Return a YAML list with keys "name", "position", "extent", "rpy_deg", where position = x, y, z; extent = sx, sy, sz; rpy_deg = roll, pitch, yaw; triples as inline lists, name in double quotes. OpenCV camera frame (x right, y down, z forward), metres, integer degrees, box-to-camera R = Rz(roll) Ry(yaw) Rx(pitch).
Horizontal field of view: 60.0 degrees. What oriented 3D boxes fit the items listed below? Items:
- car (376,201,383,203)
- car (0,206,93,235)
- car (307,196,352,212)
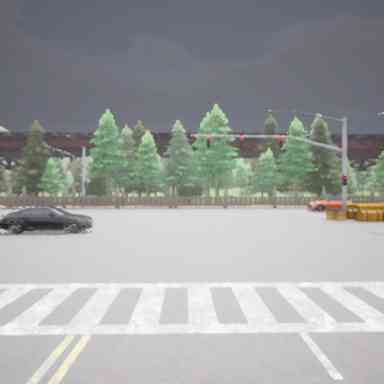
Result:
- name: "car"
  position: [16.898, 1.479, 29.202]
  extent: [4.181, 1.385, 1.994]
  rpy_deg: [0, 0, -2]
- name: "car"
  position: [-7.707, 1.474, 17.759]
  extent: [4.674, 1.442, 1.812]
  rpy_deg: [0, 0, -2]
- name: "car"
  position: [14.939, 1.247, 36.151]
  extent: [4.553, 1.767, 2.097]
  rpy_deg: [0, 0, -2]
